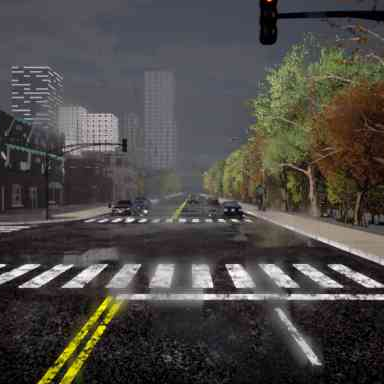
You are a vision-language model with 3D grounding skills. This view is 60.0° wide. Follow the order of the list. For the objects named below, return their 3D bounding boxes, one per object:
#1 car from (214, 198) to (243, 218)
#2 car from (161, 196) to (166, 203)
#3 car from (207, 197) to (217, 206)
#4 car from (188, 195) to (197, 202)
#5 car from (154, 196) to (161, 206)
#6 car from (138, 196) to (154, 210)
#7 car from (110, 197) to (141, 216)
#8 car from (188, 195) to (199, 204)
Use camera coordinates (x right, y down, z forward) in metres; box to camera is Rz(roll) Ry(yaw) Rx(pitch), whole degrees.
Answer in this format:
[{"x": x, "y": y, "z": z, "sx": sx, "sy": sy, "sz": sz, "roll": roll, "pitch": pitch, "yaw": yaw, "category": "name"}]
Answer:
[{"x": 3.413, "y": 1.538, "z": 30.041, "sx": 2.033, "sy": 1.411, "sz": 5.357, "roll": 0, "pitch": 0, "yaw": 0, "category": "car"}, {"x": -6.375, "y": 1.467, "z": 66.765, "sx": 2.128, "sy": 1.511, "sz": 4.902, "roll": 0, "pitch": 0, "yaw": 0, "category": "car"}, {"x": 3.462, "y": 1.527, "z": 54.634, "sx": 2.033, "sy": 1.411, "sz": 5.357, "roll": 0, "pitch": 0, "yaw": 0, "category": "car"}, {"x": 0.158, "y": 1.470, "z": 74.398, "sx": 1.837, "sy": 1.490, "sz": 4.892, "roll": 0, "pitch": 0, "yaw": 0, "category": "car"}, {"x": -6.472, "y": 1.506, "z": 53.074, "sx": 1.812, "sy": 1.442, "sz": 4.674, "roll": 0, "pitch": 0, "yaw": 0, "category": "car"}, {"x": -6.500, "y": 1.337, "z": 42.781, "sx": 2.097, "sy": 1.767, "sz": 4.553, "roll": 0, "pitch": 0, "yaw": 0, "category": "car"}, {"x": -6.524, "y": 1.515, "z": 32.588, "sx": 1.812, "sy": 1.442, "sz": 4.674, "roll": 0, "pitch": 0, "yaw": 0, "category": "car"}, {"x": 0.227, "y": 1.577, "z": 60.940, "sx": 1.895, "sy": 1.301, "sz": 4.718, "roll": 0, "pitch": 0, "yaw": 0, "category": "car"}]
